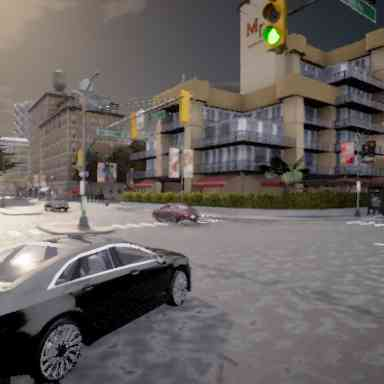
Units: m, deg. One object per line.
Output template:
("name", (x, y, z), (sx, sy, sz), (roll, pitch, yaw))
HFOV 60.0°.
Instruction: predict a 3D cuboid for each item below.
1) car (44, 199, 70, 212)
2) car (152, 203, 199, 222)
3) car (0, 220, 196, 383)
("car", (-16.139, 1.570, 39.641), (2.033, 1.411, 5.357), (0, 0, -36))
("car", (-1.261, 1.555, 25.079), (1.812, 1.442, 4.674), (0, 0, -35))
("car", (-1.705, 1.495, 5.593), (2.128, 1.511, 4.902), (0, 0, 27))
